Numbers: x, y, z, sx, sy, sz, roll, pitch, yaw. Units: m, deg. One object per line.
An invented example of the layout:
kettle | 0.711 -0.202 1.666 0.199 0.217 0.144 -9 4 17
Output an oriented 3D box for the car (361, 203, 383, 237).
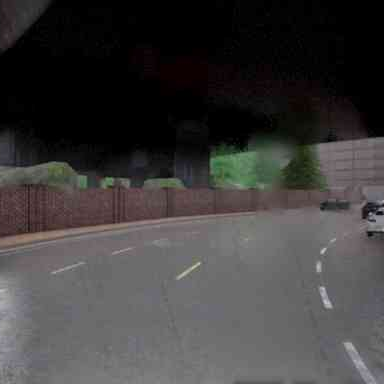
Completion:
car | 10.403 1.520 17.215 1.812 1.442 4.674 0 0 39

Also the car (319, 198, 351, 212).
car | 16.418 1.465 38.061 5.008 1.535 1.882 0 0 -43

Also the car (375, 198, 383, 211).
car | 23.947 1.512 40.260 4.674 1.442 1.812 0 0 -43

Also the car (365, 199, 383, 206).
car | 15.593 1.493 27.369 4.892 1.490 1.837 1 -1 -44
